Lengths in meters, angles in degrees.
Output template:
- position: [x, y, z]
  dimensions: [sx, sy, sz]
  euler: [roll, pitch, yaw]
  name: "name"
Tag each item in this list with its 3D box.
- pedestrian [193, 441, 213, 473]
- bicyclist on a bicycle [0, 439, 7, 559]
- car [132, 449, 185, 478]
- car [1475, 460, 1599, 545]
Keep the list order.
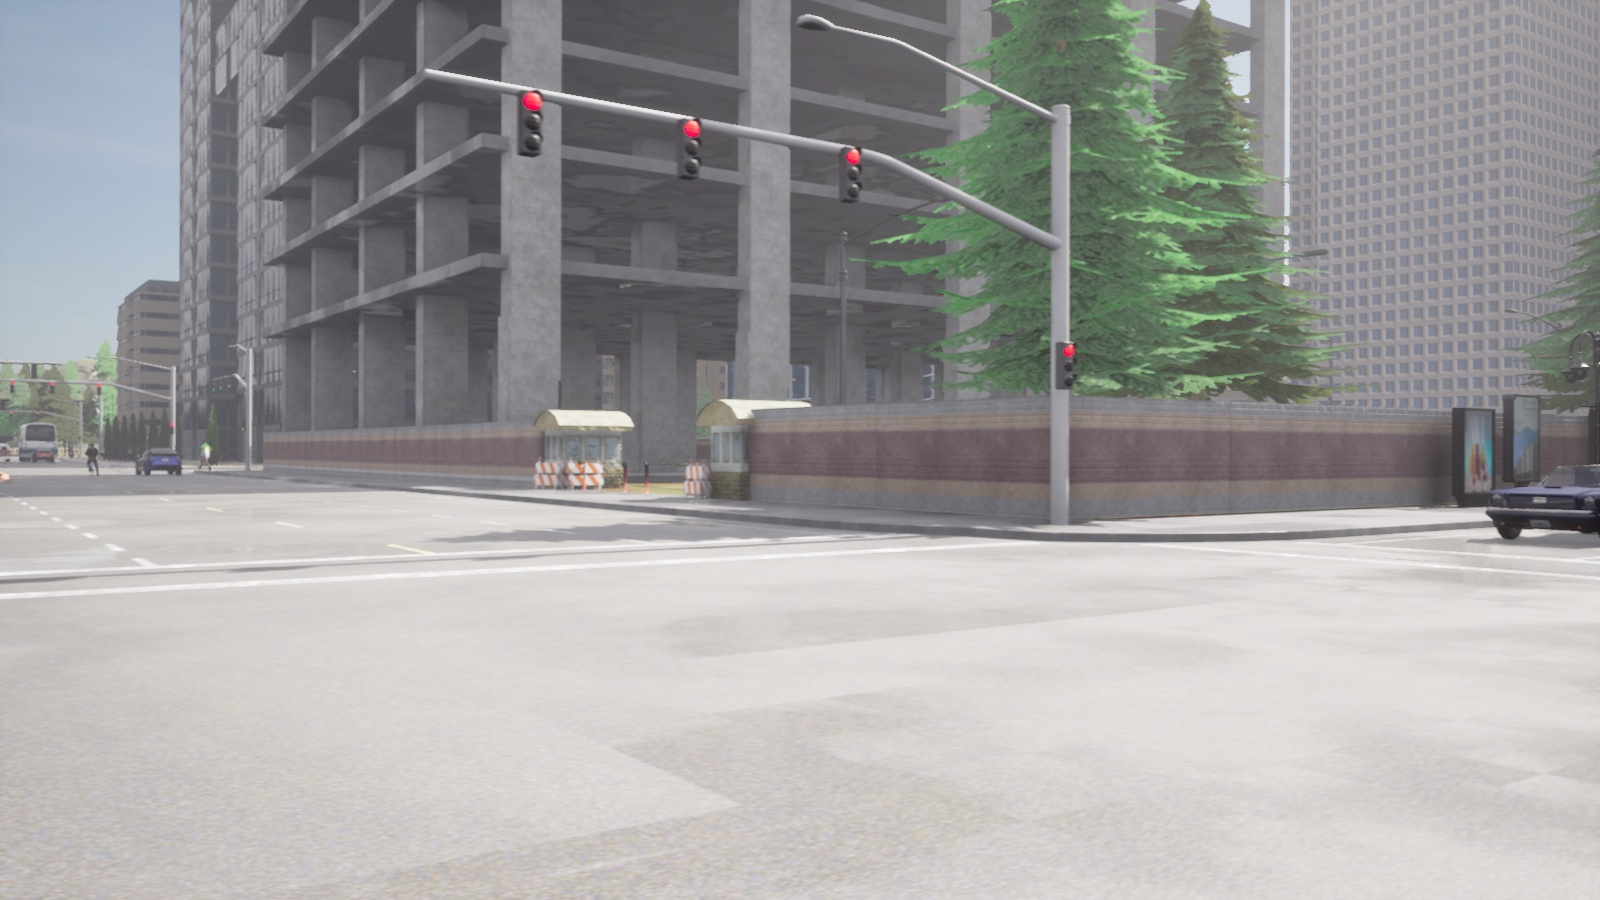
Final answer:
- position: [-36.242, 0.425, 76.264]
  dimensions: [0.873, 1.952, 0.659]
  euler: [0, 0, 14]
  name: "pedestrian"
- position: [-11.454, 0.659, 17.256]
  dimensions: [0.866, 1.612, 1.509]
  euler: [0, 0, -35]
  name: "bicyclist on a bicycle"
- position: [-35.587, 0.718, 69.569]
  dimensions: [2.007, 1.525, 4.514]
  euler: [0, 0, -35]
  name: "car"
- position: [13.945, 0.848, 21.890]
  dimensions: [4.718, 1.301, 1.895]
  euler: [0, 0, -35]
  name: "car"
